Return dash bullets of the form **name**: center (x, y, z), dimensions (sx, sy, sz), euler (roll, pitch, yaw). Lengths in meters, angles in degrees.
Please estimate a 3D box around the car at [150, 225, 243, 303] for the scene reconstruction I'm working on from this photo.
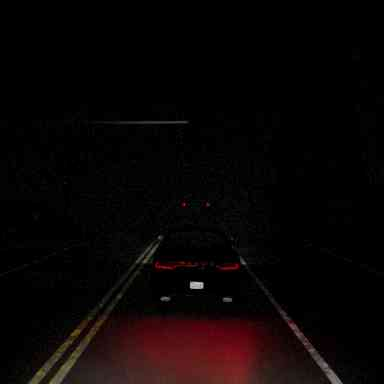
- **car**: center (0.094, 1.593, 8.568), dimensions (1.882, 1.535, 5.008), euler (1, -1, 0)
